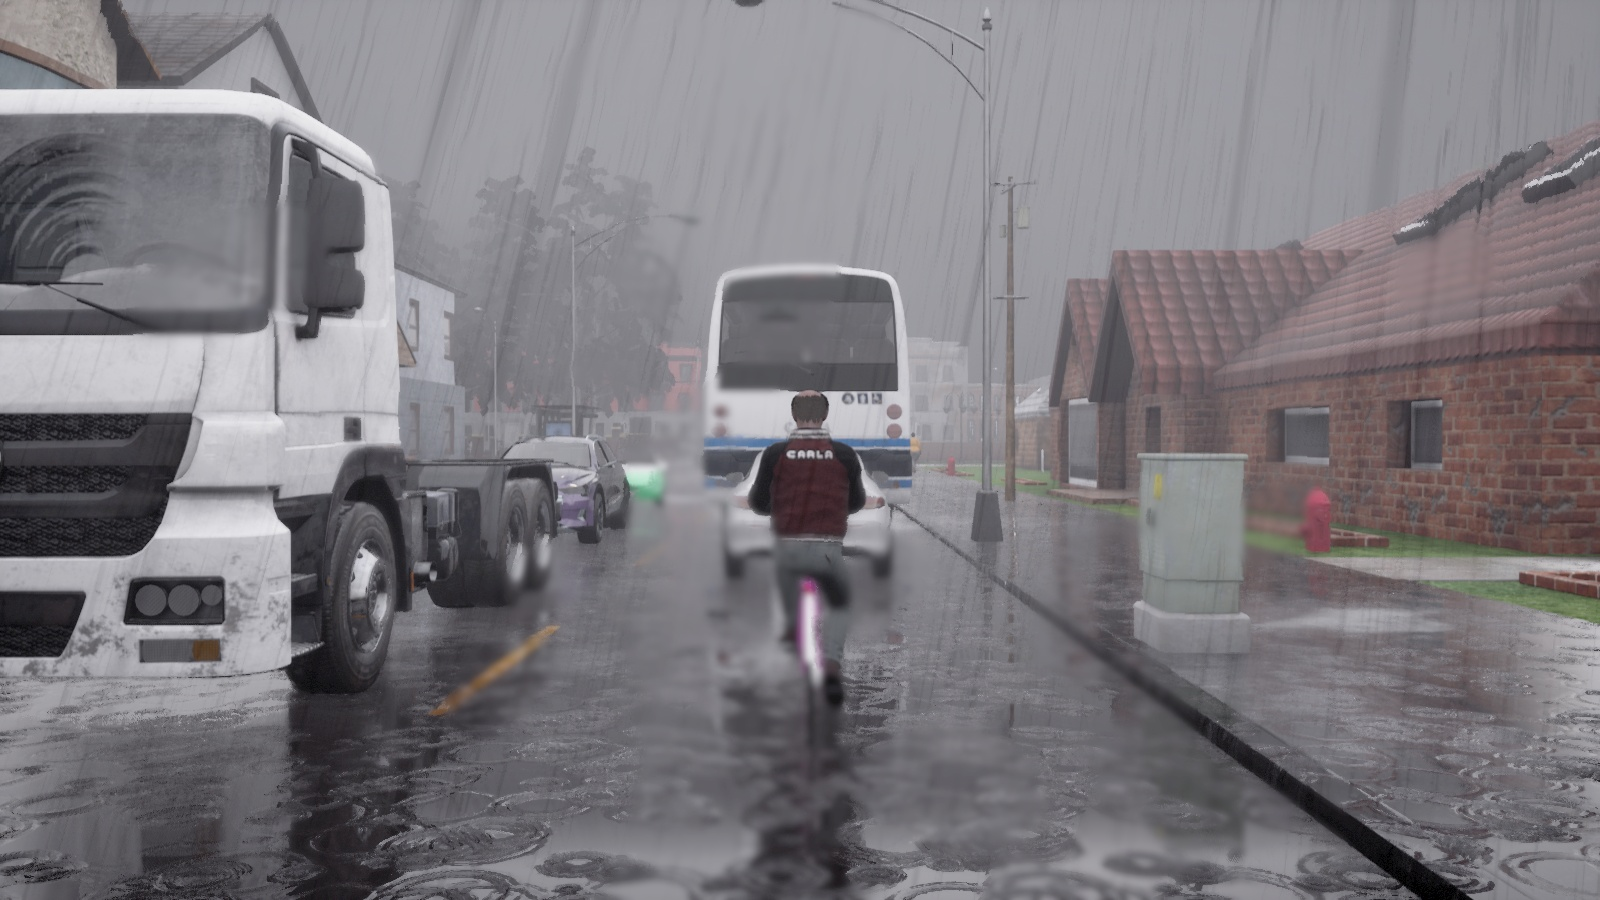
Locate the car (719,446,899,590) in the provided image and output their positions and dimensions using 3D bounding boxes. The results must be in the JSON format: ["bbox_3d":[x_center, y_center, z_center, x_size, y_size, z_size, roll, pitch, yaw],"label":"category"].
[{"bbox_3d":[0.098,0.678,14.979,1.812,1.442,4.674,0,0,0],"label":"car"}]

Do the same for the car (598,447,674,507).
[{"bbox_3d":[-3.822,0.611,29.545,1.481,1.376,2.207,0,0,0],"label":"car"}]

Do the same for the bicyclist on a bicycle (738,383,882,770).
[{"bbox_3d":[0.052,0.575,6.687,0.659,1.776,1.843,0,0,0],"label":"bicyclist on a bicycle"}]

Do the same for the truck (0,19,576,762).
[{"bbox_3d":[-3.927,-0.301,9.836,2.891,3.462,7.936,0,0,0],"label":"truck"}]

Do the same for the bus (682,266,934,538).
[{"bbox_3d":[0.161,-0.787,24.804,3.944,4.253,10.273,0,0,0],"label":"bus"}]

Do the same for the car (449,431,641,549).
[{"bbox_3d":[-3.874,0.547,19.979,2.033,1.649,4.856,0,0,0],"label":"car"}]

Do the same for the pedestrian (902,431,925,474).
[{"bbox_3d":[5.025,0.104,55.663,0.874,1.855,0.900,0,0,-2],"label":"pedestrian"}]
